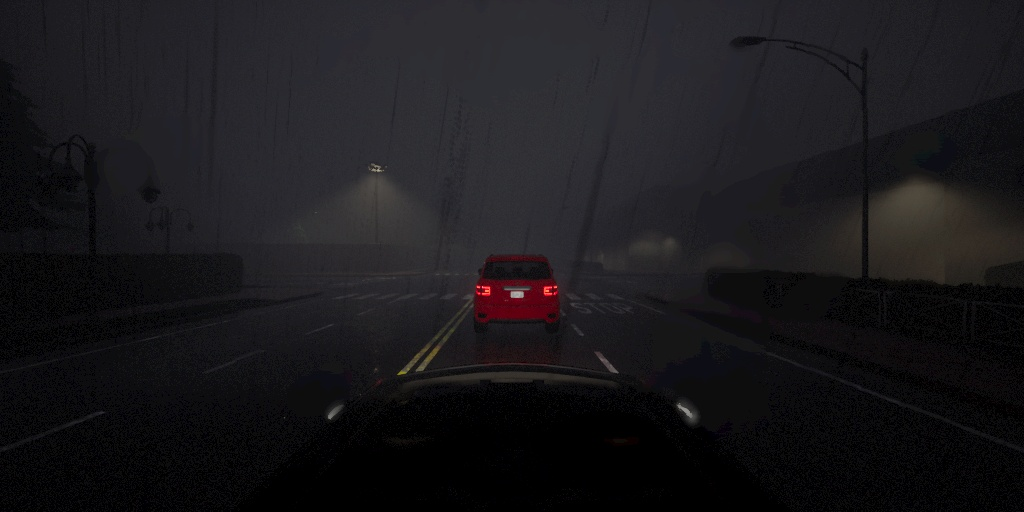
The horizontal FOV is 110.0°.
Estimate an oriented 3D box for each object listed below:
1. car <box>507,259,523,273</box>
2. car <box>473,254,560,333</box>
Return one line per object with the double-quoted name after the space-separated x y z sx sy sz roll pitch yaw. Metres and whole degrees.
0.351 1.228 45.102 1.882 1.535 5.008 0 0 1 "car"
0.122 0.971 10.847 2.150 2.045 5.566 0 0 0 "car"
